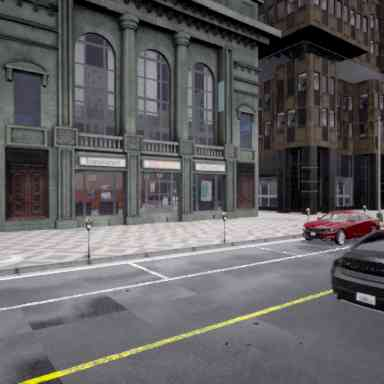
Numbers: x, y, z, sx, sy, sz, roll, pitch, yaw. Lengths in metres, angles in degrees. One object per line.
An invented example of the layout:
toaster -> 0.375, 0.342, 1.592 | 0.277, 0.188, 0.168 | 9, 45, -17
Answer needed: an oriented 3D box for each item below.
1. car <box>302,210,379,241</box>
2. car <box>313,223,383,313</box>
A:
car -> 6.996, 1.547, 15.505 | 4.507, 1.381, 1.887 | 0, 0, -35
car -> 4.824, 1.505, 6.876 | 4.892, 1.490, 1.837 | 0, 0, -36
